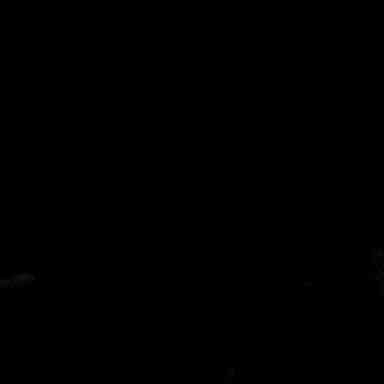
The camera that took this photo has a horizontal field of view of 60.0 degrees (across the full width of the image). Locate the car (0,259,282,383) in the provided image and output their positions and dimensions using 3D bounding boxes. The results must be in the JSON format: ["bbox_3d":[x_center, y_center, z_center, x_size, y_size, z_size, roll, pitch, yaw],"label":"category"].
[{"bbox_3d":[-1.329,1.476,3.045,5.008,1.535,1.882,0,0,-36],"label":"car"}]
